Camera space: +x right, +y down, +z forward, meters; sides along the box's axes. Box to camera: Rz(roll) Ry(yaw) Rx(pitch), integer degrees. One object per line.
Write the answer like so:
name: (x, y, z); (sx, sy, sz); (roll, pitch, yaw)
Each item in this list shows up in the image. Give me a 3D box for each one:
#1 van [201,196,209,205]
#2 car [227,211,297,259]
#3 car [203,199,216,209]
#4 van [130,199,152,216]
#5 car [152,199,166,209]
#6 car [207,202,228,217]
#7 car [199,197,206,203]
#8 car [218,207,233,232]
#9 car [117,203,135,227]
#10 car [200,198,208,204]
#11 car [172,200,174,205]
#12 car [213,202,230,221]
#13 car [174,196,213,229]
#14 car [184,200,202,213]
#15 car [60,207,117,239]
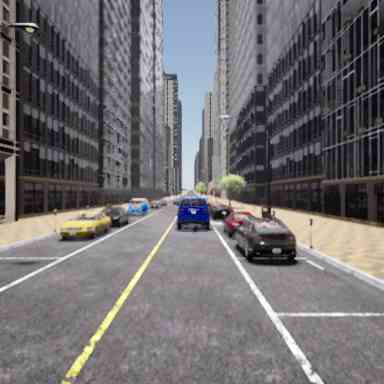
van: (2.686, 1.808, 69.713); (1.690, 1.788, 3.998); (0, 0, 0)
car: (2.687, 1.647, 12.741); (2.008, 1.369, 4.403); (0, 0, 0)
car: (2.686, 1.893, 52.790); (1.752, 1.417, 4.829); (0, 0, 0)
van: (-5.695, 1.596, 35.531); (1.690, 1.788, 3.998); (0, 0, 0)
car: (-5.694, 1.917, 52.621); (2.008, 1.369, 4.403); (0, 0, 0)
car: (2.686, 1.800, 35.530); (1.887, 1.381, 4.507); (0, 0, 0)
car: (2.685, 2.084, 86.973); (1.752, 1.417, 4.829); (0, 0, 0)
car: (2.687, 1.719, 18.438); (1.802, 1.307, 4.206); (0, 0, 0)
car: (-5.693, 1.743, 24.134); (1.947, 1.339, 4.313); (0, 0, 0)
car: (2.686, 2.079, 75.410); (1.802, 1.307, 4.206); (0, 0, 0)
car: (-3.004, 2.003, 68.612); (2.033, 1.411, 5.357); (0, 0, 0)
car: (2.687, 1.783, 29.831); (1.947, 1.339, 4.313); (0, 0, 0)
car: (0.099, 1.392, 23.348); (2.150, 2.045, 5.566); (0, -1, 0)
car: (0.098, 1.791, 42.267); (2.128, 1.511, 4.902); (0, -1, 0)
car: (-5.694, 1.661, 18.269); (1.752, 1.417, 4.829); (0, 0, 0)
